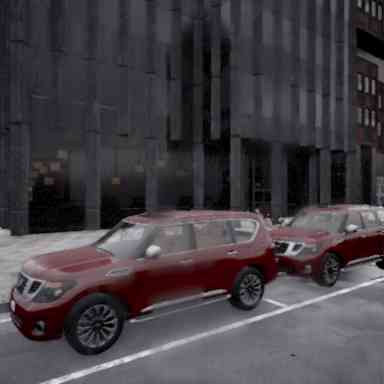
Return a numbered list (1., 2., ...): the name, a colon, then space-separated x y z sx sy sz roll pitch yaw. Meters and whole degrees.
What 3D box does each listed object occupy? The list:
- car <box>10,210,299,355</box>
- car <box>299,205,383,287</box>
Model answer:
1. car: -0.531 1.318 6.267 5.009 1.841 2.192 0 0 -35
2. car: 4.036 1.324 9.523 5.009 1.841 2.192 0 0 -35
